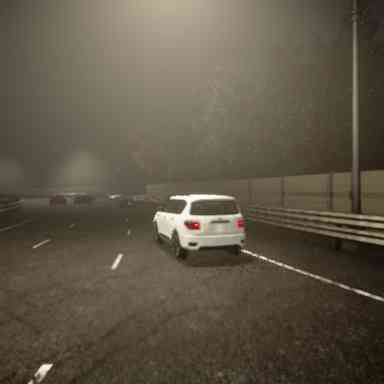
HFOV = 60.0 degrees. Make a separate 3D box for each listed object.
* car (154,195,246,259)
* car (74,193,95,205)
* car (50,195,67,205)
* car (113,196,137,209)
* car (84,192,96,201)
[{"bbox_3d":[0.047,1.122,12.495,2.150,2.045,5.566,-1,1,-17],"label":"car"},{"bbox_3d":[-17.078,1.144,51.759,1.882,1.535,5.008,-1,1,-31],"label":"car"},{"bbox_3d":[-20.253,1.169,50.257,1.882,1.535,5.008,-1,1,-30],"label":"car"},{"bbox_3d":[-7.943,1.282,40.127,1.994,1.385,4.181,0,0,-21],"label":"car"},{"bbox_3d":[-20.957,0.910,68.121,2.097,1.767,4.553,0,0,-19],"label":"car"}]
